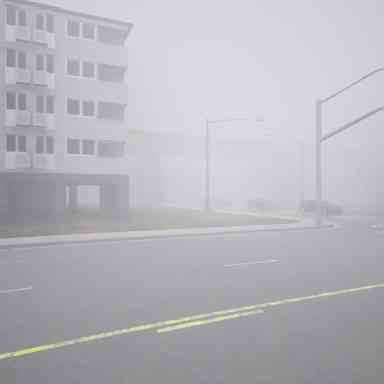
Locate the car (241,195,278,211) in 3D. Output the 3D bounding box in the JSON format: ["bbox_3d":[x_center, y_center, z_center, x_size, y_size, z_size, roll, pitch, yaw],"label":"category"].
[{"bbox_3d":[8.803,1.490,42.014,2.128,1.511,4.902,0,0,-25],"label":"car"}]

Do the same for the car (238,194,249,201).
[{"bbox_3d":[11.407,1.540,75.339,2.033,1.411,5.357,0,0,41],"label":"car"}]

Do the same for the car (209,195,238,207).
[{"bbox_3d":[4.677,1.505,51.310,1.837,1.490,4.892,0,0,-21],"label":"car"}]

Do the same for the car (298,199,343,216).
[{"bbox_3d":[12.834,1.505,33.440,1.837,1.490,4.892,0,0,-25],"label":"car"}]

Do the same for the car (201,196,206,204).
[{"bbox_3d":[2.728,1.505,61.455,1.837,1.490,4.892,0,0,3],"label":"car"}]
